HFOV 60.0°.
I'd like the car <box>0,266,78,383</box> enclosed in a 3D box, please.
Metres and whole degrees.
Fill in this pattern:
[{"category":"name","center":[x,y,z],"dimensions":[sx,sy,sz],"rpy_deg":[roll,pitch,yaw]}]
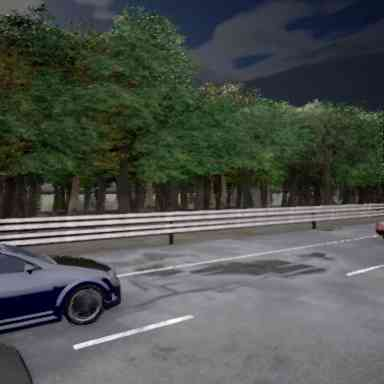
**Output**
[{"category":"car","center":[-3.457,1.547,1.280],"dimensions":[5.357,1.411,2.033],"rpy_deg":[0,0,-36]}]

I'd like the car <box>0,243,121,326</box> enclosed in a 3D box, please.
[{"category":"car","center":[-3.364,1.564,5.646],"dimensions":[4.181,1.385,1.994],"rpy_deg":[0,0,-36]}]

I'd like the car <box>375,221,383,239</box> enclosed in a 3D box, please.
[{"category":"car","center":[10.702,1.611,15.684],"dimensions":[4.718,1.301,1.895],"rpy_deg":[0,0,-36]}]
